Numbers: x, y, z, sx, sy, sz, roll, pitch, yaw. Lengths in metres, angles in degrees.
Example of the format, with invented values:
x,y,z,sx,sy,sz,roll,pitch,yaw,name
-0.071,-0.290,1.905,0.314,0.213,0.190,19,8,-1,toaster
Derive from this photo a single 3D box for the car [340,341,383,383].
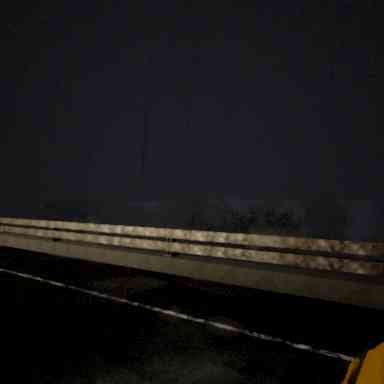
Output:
x,y,z,sx,sy,sz,roll,pitch,yaw,name
3.473,1.431,1.389,5.366,1.575,1.801,-1,-1,35,car
